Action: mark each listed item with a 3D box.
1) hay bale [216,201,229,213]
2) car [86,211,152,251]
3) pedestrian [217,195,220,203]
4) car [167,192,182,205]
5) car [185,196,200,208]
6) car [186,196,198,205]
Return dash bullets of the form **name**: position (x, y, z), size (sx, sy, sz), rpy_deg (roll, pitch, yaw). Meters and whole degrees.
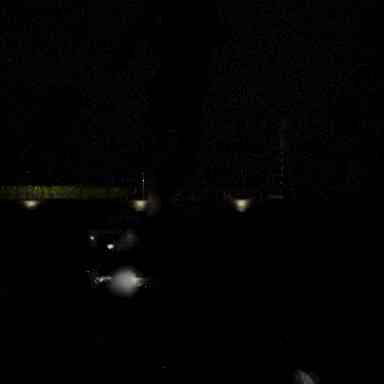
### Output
- **hay bale**: position (3.123, 1.583, 34.707), size (1.220, 1.180, 1.240), rpy_deg (1, 1, 0)
- **car**: position (-2.855, 1.519, 14.311), size (2.033, 1.411, 5.357), rpy_deg (0, 0, 0)
- **pedestrian**: position (2.815, 1.215, 35.798), size (0.375, 1.860, 0.375), rpy_deg (-1, 1, 0)
- **car**: position (-2.828, 1.093, 55.313), size (2.150, 2.045, 5.566), rpy_deg (0, 0, 0)
- **car**: position (0.020, 1.377, 45.743), size (1.882, 1.535, 5.008), rpy_deg (0, 0, 1)
- **car**: position (-0.014, 1.418, 55.619), size (2.033, 1.411, 5.357), rpy_deg (0, 0, 0)
